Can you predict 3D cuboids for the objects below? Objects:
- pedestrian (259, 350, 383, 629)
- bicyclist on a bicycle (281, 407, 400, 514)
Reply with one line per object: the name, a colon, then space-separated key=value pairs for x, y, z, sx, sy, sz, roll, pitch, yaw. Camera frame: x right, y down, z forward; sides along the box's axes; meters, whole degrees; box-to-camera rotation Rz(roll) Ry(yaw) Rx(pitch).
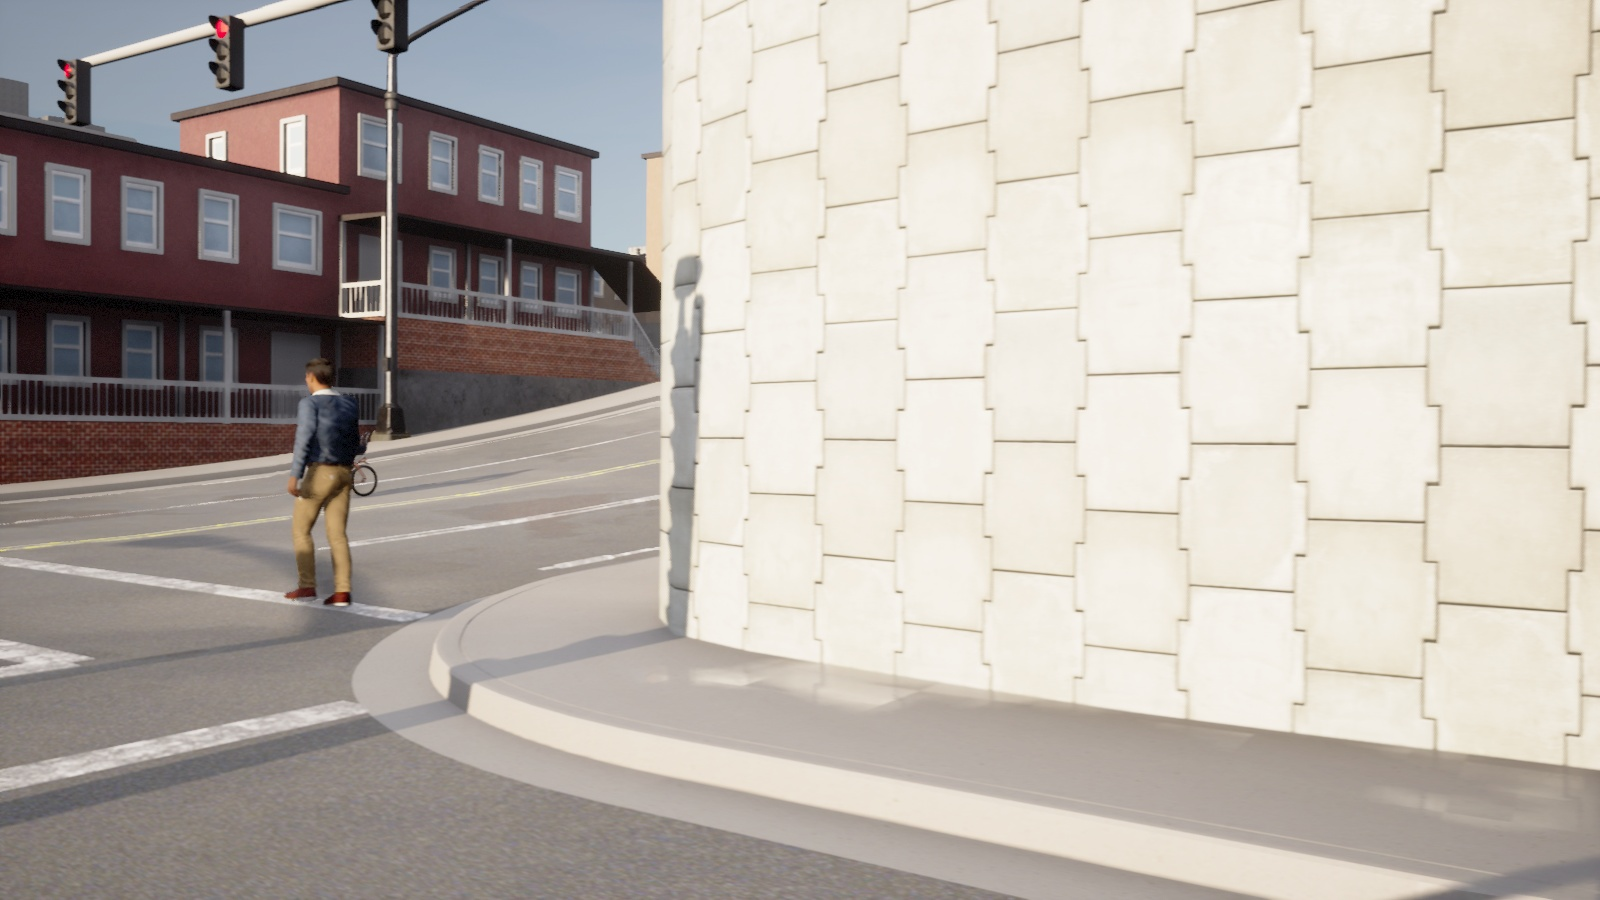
pedestrian: x=-3.494 y=0.276 z=9.160 sx=0.788 sy=1.949 sz=0.423 roll=0 pitch=1 yaw=32
bicyclist on a bicycle: x=-7.514 y=0.148 z=20.585 sx=0.866 sy=1.612 sz=1.509 roll=0 pitch=5 yaw=33
